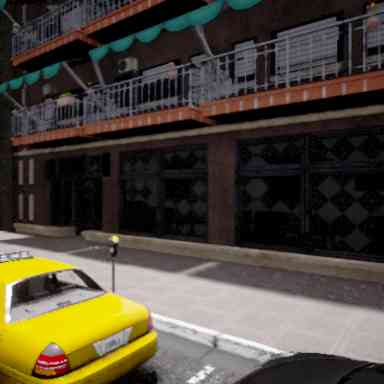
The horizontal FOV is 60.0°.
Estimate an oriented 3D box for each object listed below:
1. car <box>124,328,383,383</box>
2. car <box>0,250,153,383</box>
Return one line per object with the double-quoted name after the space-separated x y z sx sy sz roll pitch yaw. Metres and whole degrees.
1.936 1.567 1.491 4.313 1.339 1.947 0 0 36 "car"
-2.698 1.524 4.798 4.829 1.417 1.752 0 0 36 "car"
